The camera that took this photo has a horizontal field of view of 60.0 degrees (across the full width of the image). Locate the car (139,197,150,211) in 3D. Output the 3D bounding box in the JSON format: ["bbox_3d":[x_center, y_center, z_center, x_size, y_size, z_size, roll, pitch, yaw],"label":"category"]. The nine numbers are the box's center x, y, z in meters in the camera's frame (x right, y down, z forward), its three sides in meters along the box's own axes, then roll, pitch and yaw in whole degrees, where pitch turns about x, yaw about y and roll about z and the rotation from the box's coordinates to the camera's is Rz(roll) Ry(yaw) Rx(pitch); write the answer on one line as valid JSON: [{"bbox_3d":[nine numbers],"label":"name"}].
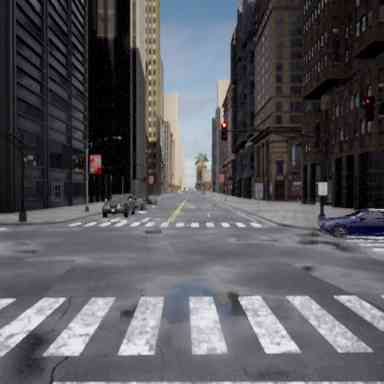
[{"bbox_3d":[-6.641,1.460,40.587,1.837,1.490,4.892,0,0,0],"label":"car"}]

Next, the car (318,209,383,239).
[{"bbox_3d":[8.705,1.556,16.412,4.674,1.442,1.812,1,1,9],"label":"car"}]

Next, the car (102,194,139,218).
[{"bbox_3d":[-6.636,1.194,30.714,2.150,2.045,5.566,0,0,0],"label":"car"}]

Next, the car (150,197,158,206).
[{"bbox_3d":[-6.655,1.497,53.918,1.994,1.385,4.181,0,0,0],"label":"car"}]
